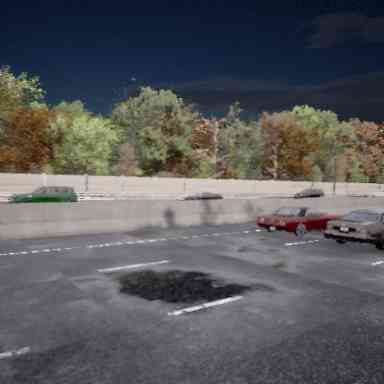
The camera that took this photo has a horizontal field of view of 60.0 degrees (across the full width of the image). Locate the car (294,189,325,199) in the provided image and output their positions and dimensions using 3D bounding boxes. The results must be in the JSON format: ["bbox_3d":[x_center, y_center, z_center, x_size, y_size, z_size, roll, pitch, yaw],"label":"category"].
[{"bbox_3d":[17.982,0.499,50.706,5.566,2.045,2.150,0,1,-35],"label":"car"}]

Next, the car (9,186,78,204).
[{"bbox_3d":[-12.876,0.498,29.151,5.566,2.045,2.150,0,1,-35],"label":"car"}]

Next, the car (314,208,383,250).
[{"bbox_3d":[7.565,1.390,13.477,5.357,1.411,2.033,0,1,-35],"label":"car"}]

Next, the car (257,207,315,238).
[{"bbox_3d":[5.460,1.363,16.278,4.718,1.301,1.895,0,1,-35],"label":"car"}]

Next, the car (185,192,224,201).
[{"bbox_3d":[1.437,0.758,39.182,5.008,1.535,1.882,0,1,-35],"label":"car"}]
